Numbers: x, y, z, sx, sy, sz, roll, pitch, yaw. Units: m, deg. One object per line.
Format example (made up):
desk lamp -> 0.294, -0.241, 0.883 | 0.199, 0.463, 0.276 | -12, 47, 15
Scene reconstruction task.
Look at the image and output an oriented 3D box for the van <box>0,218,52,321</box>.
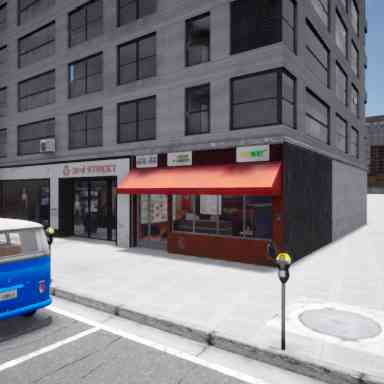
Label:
van -> -4.311, 1.340, 6.157 | 3.998, 1.788, 1.690 | 0, 0, 36
